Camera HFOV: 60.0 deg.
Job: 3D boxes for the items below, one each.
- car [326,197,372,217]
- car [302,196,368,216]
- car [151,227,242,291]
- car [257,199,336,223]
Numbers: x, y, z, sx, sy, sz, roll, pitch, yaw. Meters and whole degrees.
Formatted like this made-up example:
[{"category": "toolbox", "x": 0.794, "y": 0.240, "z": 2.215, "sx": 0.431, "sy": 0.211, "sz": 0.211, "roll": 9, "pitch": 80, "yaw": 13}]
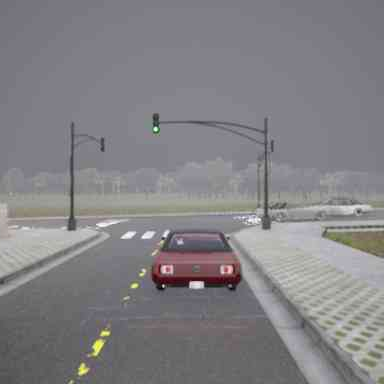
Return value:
[{"category": "car", "x": 11.119, "y": 1.272, "z": 25.790, "sx": 4.718, "sy": 1.301, "sz": 1.895, "roll": -2, "pitch": -1, "yaw": 1}, {"category": "car", "x": 12.361, "y": 1.193, "z": 29.025, "sx": 4.892, "sy": 1.490, "sz": 1.837, "roll": -2, "pitch": -1, "yaw": 1}, {"category": "car", "x": 0.101, "y": 1.605, "z": 8.987, "sx": 1.895, "sy": 1.301, "sz": 4.718, "roll": 0, "pitch": 0, "yaw": 0}, {"category": "car", "x": 6.979, "y": 1.346, "z": 22.801, "sx": 4.718, "sy": 1.301, "sz": 1.895, "roll": -2, "pitch": -1, "yaw": -8}]
